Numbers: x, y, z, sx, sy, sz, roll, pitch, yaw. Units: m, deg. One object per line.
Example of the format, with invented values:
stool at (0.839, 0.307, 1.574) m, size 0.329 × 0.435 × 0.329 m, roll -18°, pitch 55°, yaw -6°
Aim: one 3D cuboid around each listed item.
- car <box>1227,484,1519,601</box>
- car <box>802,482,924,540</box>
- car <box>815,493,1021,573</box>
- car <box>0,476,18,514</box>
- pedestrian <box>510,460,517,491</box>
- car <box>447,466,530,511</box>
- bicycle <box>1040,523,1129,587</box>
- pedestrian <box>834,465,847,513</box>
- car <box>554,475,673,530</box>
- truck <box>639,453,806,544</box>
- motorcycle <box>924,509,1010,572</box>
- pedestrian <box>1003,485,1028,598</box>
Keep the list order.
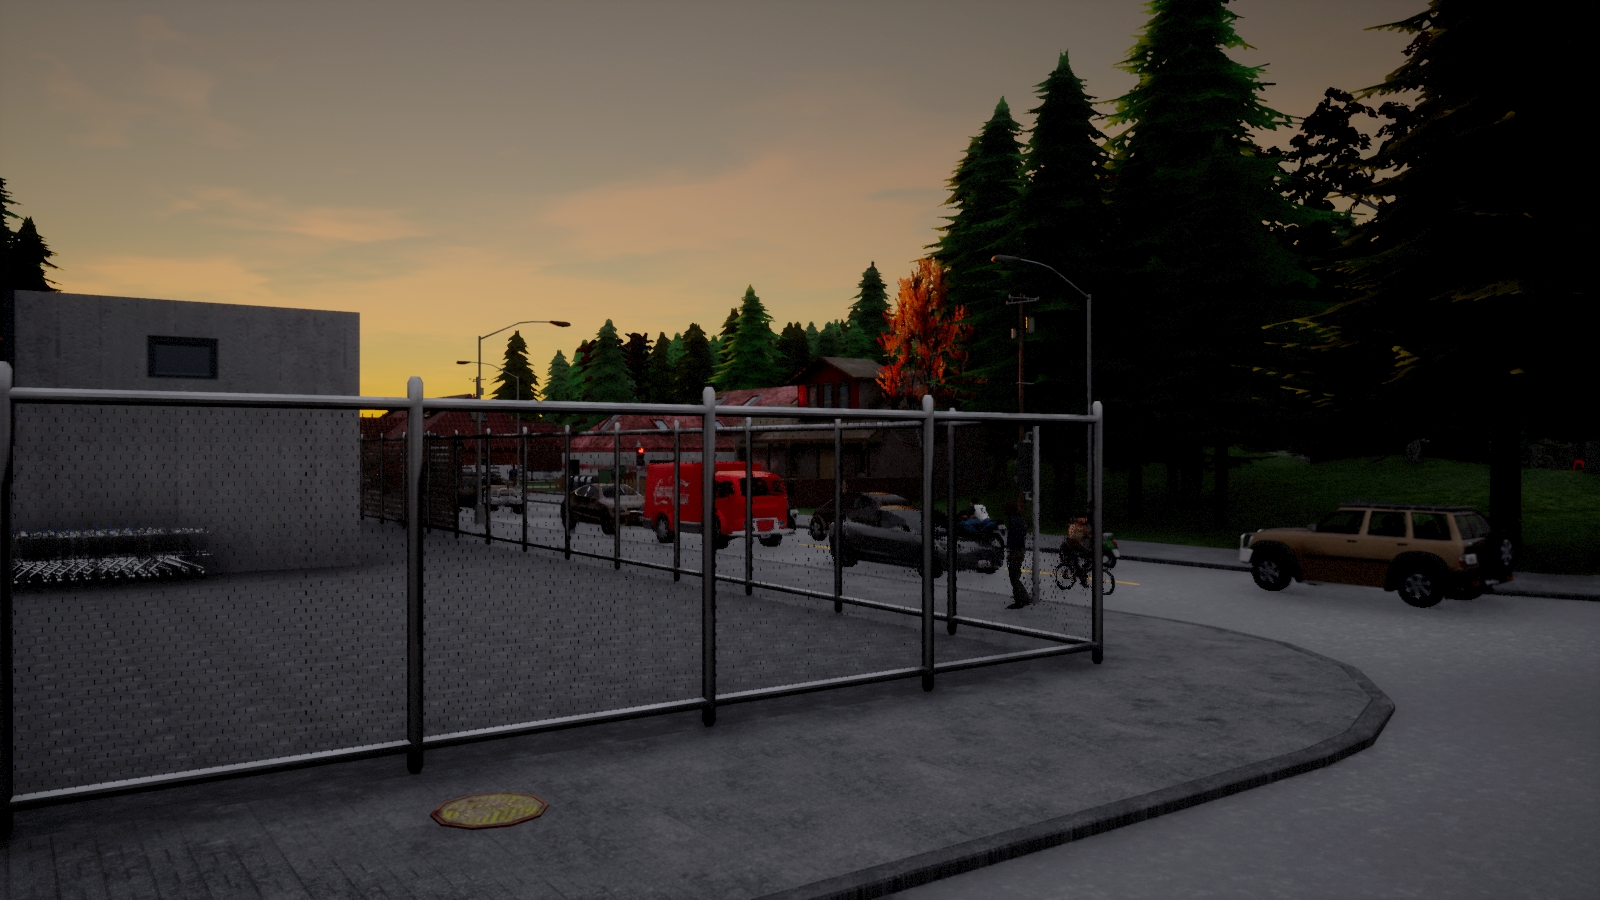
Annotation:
car at (10.776, 1.640, 21.806) m, size 1.932 × 1.855 × 4.605 m, roll 0°, pitch 0°, yaw -36°
car at (1.867, 1.802, 34.631) m, size 1.789 × 1.549 × 3.705 m, roll 0°, pitch 0°, yaw -35°
car at (2.618, 1.840, 26.609) m, size 2.163 × 1.488 × 4.792 m, roll 0°, pitch 0°, yaw -35°
car at (-34.297, 1.840, 45.754) m, size 4.892 × 1.480 × 2.231 m, roll 0°, pitch 0°, yaw -35°
pedestrian at (-17.274, 1.519, 68.909) m, size 0.375 × 1.860 × 0.375 m, roll 0°, pitch 0°, yaw -8°
car at (-13.708, 1.641, 50.092) m, size 1.932 × 1.855 × 4.605 m, roll 0°, pitch 0°, yaw -37°
bicycle at (5.562, 2.035, 22.391) m, size 0.859 × 1.080 × 1.487 m, roll 0°, pitch 1°, yaw -35°
pedestrian at (1.581, 1.521, 44.421) m, size 0.375 × 1.860 × 0.375 m, roll 0°, pitch 0°, yaw -34°
car at (-6.576, 1.769, 39.829) m, size 2.152 × 1.651 × 5.027 m, roll 0°, pitch 0°, yaw -35°
truck at (-2.400, 1.358, 33.801) m, size 2.627 × 2.467 × 5.204 m, roll 0°, pitch -1°, yaw -35°
motorcycle at (3.660, 1.959, 25.125) m, size 0.856 × 1.236 × 1.805 m, roll 0°, pitch 0°, yaw -35°
pedestrian at (3.595, 1.515, 19.048) m, size 0.375 × 1.860 × 0.375 m, roll 0°, pitch 0°, yaw 16°
